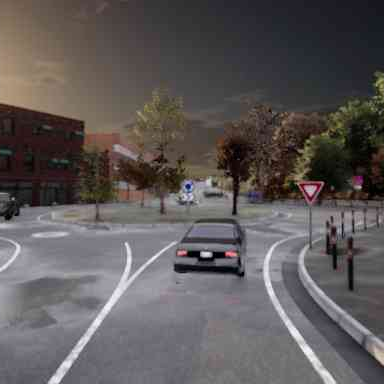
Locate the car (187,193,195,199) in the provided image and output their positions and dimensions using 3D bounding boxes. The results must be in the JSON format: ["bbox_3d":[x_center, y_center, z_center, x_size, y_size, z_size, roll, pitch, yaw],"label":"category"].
[{"bbox_3d":[-0.114,0.999,81.172,1.882,1.535,5.008,0,0,1],"label":"car"}]

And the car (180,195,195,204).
[{"bbox_3d":[-0.823,1.160,51.312,2.033,1.411,5.357,0,0,-7],"label":"car"}]

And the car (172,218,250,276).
[{"bbox_3d":[0.772,1.518,10.382,2.033,1.411,5.357,0,0,10],"label":"car"}]

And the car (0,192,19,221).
[{"bbox_3d":[-14.643,1.022,25.240,2.150,2.045,5.566,-1,1,-19],"label":"car"}]
